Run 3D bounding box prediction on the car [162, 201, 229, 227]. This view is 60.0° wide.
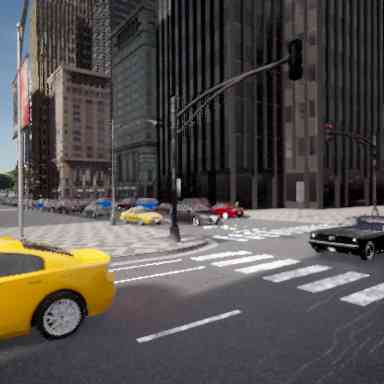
[{"bbox_3d":[0.150,1.679,24.918,2.128,1.511,4.902,-1,0,-35],"label":"car"}]

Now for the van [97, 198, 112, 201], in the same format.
[{"bbox_3d":[-14.801,1.934,56.020,1.690,1.788,3.998,-2,0,-35],"label":"van"}]

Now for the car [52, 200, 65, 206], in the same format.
[{"bbox_3d":[-32.517,2.554,80.809,1.947,1.339,4.313,-2,0,-35],"label":"car"}]

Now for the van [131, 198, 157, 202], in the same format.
[{"bbox_3d":[-5.954,1.731,43.584,1.690,1.788,3.998,-2,0,-35],"label":"van"}]

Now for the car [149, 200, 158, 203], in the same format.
[{"bbox_3d":[-2.999,1.903,39.439,1.802,1.307,4.206,-2,0,-35],"label":"car"}]

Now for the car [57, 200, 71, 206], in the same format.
[{"bbox_3d":[-29.496,2.489,76.572,1.947,1.339,4.313,-2,0,-35],"label":"car"}]

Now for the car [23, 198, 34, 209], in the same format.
[{"bbox_3d":[-29.688,2.290,62.153,1.967,1.590,4.097,-2,0,-35],"label":"car"}]

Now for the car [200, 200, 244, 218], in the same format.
[{"bbox_3d":[2.898,1.729,31.149,1.887,1.381,4.507,-2,0,-35],"label":"car"}]

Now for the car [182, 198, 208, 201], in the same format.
[{"bbox_3d":[-0.057,1.568,35.294,2.192,1.841,5.009,-2,0,-35],"label":"car"}]

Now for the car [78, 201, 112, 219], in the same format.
[{"bbox_3d":[-9.724,1.944,34.162,2.008,1.369,4.403,-2,0,-35],"label":"car"}]

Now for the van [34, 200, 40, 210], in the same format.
[{"bbox_3d":[-23.913,2.060,54.051,1.690,1.788,3.998,-2,0,-35],"label":"van"}]

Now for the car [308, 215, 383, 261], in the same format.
[{"bbox_3d":[6.345,1.548,12.111,4.718,1.301,1.895,0,0,-36],"label":"car"}]

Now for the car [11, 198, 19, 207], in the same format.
[{"bbox_3d":[-39.052,2.601,75.289,1.887,1.381,4.507,-2,0,-35],"label":"car"}]

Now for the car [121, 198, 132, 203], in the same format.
[{"bbox_3d":[-8.904,1.773,47.729,2.192,1.841,5.009,-2,0,-35],"label":"car"}]

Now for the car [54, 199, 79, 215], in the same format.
[{"bbox_3d":[-15.404,1.839,42.117,2.192,1.841,5.009,-2,0,-35],"label":"car"}]

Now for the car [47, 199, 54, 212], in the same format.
[{"bbox_3d":[-18.235,2.134,46.096,1.887,1.381,4.507,-2,0,-35],"label":"car"}]

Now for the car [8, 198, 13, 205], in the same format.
[{"bbox_3d":[-42.173,2.704,79.666,1.802,1.307,4.206,-1,0,-35],"label":"car"}]

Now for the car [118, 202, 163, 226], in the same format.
[{"bbox_3d":[-3.953,1.784,26.068,1.752,1.417,4.829,-2,0,-35],"label":"car"}]

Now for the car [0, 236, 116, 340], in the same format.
[{"bbox_3d":[-3.666,1.487,4.936,5.008,1.535,1.882,0,0,-36],"label":"car"}]

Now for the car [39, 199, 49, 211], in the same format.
[{"bbox_3d":[-21.074,2.094,50.073,1.967,1.590,4.097,-2,0,-35],"label":"car"}]

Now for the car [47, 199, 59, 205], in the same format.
[{"bbox_3d":[-35.537,2.603,85.044,2.008,1.369,4.403,-1,0,-35],"label":"car"}]

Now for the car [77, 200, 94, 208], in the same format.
[{"bbox_3d":[-20.435,2.303,63.866,1.802,1.307,4.206,-2,0,-35],"label":"car"}]
